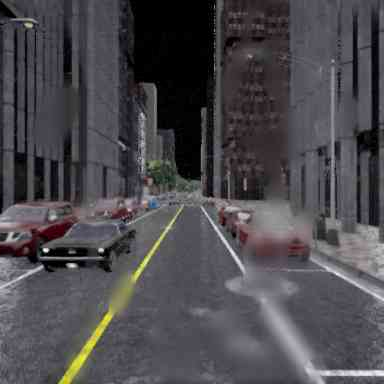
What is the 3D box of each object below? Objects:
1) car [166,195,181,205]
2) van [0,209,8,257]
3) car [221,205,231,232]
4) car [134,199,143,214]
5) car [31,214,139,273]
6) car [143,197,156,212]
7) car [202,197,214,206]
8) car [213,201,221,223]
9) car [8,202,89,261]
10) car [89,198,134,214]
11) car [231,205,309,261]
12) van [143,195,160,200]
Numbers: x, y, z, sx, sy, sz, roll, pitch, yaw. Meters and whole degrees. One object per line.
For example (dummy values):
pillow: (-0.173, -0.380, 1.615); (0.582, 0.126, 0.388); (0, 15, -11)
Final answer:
car: (-3.007, 1.658, 58.710); (1.994, 1.385, 4.181); (0, 0, 0)
van: (-5.763, 1.345, 6.779); (1.690, 1.788, 3.998); (0, 0, 0)
car: (2.762, 1.591, 17.667); (1.802, 1.307, 4.206); (0, 0, 0)
car: (-5.763, 1.458, 28.544); (1.967, 1.590, 4.097); (0, 0, 0)
car: (-3.102, 1.606, 10.833); (1.895, 1.301, 4.718); (0, 0, 0)
car: (-5.765, 1.624, 39.425); (1.802, 1.307, 4.206); (0, 0, 0)
car: (2.760, 1.525, 55.751); (1.967, 1.590, 4.097); (0, 0, 0)
car: (2.762, 1.557, 23.108); (1.887, 1.381, 4.507); (0, 0, 0)
car: (-5.763, 1.321, 12.221); (2.192, 1.841, 5.009); (0, 0, 0)
car: (-5.763, 1.327, 23.103); (2.192, 1.841, 5.009); (0, 0, 0)
car: (2.763, 1.446, 12.227); (1.967, 1.590, 4.097); (0, 0, 0)
van: (-5.765, 1.398, 44.867); (1.690, 1.788, 3.998); (0, 0, 0)
